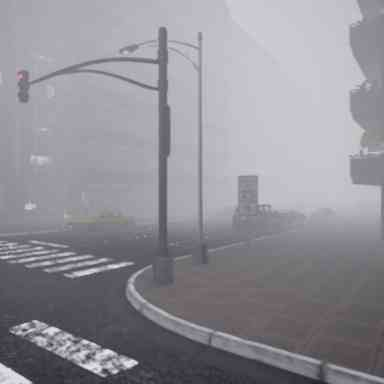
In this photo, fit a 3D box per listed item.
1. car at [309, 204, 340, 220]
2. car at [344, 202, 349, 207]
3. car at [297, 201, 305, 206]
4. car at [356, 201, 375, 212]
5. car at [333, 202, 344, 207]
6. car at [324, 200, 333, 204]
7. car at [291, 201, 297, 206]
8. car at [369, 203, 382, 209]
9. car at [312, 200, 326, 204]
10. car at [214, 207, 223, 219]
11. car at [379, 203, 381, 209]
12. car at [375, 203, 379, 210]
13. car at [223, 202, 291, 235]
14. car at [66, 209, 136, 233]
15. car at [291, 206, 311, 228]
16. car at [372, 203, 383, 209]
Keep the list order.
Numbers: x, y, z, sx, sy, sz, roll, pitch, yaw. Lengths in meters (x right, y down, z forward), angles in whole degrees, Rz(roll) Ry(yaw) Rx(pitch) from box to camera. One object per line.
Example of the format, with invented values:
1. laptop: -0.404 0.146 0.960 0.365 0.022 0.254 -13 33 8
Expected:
1. car: 14.147 2.276 35.664 1.802 1.307 4.206 -1 -2 35
2. car: 39.763 3.265 86.797 1.947 1.339 4.313 -1 -2 35
3. car: 17.019 2.326 54.327 2.192 1.841 5.009 -1 -2 35
4. car: 30.388 2.513 58.866 2.192 1.841 5.009 -1 -2 35
5. car: 33.264 3.050 77.517 1.887 1.381 4.507 -1 -2 35
6. car: 26.765 2.625 68.244 2.192 1.841 5.009 -1 -2 35
7. car: 13.673 2.432 49.543 1.752 1.417 4.829 -1 -2 35
8. car: 40.136 3.037 72.778 1.887 1.381 4.507 -1 -2 35
9. car: 23.518 2.755 63.600 1.887 1.381 4.507 -1 -2 35
10. car: 4.025 2.151 35.764 1.887 1.381 4.507 -1 -2 35
11. car: 36.887 2.961 68.138 1.947 1.339 4.313 -1 -2 35
12. car: 33.637 2.612 63.506 2.192 1.841 5.009 -1 -2 35
13. car: 4.399 1.704 21.754 2.192 1.841 5.009 -1 -2 35
14. car: -5.819 1.821 21.708 1.752 1.417 4.829 -1 -2 35
15. car: 7.649 2.036 26.387 1.887 1.381 4.507 -1 -2 35
16. car: 43.389 3.155 77.413 1.947 1.339 4.313 -1 -2 35
